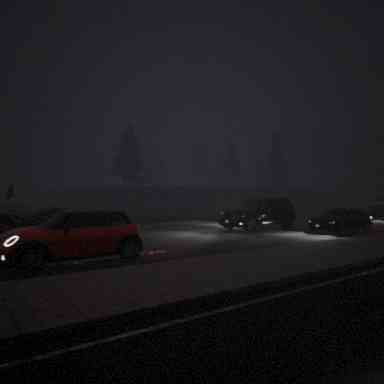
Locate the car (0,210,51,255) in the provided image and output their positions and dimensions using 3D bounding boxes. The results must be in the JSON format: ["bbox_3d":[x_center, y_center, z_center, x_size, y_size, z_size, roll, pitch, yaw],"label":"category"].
[{"bbox_3d":[-8.061,1.510,12.356,4.892,1.490,1.837,1,-1,-35],"label":"car"}]

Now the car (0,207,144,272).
[{"bbox_3d":[-3.950,1.381,10.984,4.553,1.767,2.097,1,0,-35],"label":"car"}]

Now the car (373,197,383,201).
[{"bbox_3d":[22.038,1.583,38.014,5.566,2.045,2.150,1,0,-35],"label":"car"}]

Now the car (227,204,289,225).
[{"bbox_3d":[5.236,1.689,26.118,4.892,1.490,1.837,1,-1,-35],"label":"car"}]

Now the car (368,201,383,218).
[{"bbox_3d":[18.729,1.822,31.428,4.892,1.490,1.837,1,-1,-35],"label":"car"}]

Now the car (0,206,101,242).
[{"bbox_3d":[-7.407,1.541,17.120,4.892,1.490,1.837,1,-1,-35],"label":"car"}]

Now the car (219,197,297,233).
[{"bbox_3d":[4.321,1.363,21.174,5.566,2.045,2.150,0,0,-35],"label":"car"}]

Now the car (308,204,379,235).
[{"bbox_3d":[9.090,1.685,20.260,4.892,1.490,1.837,1,0,-35],"label":"car"}]
